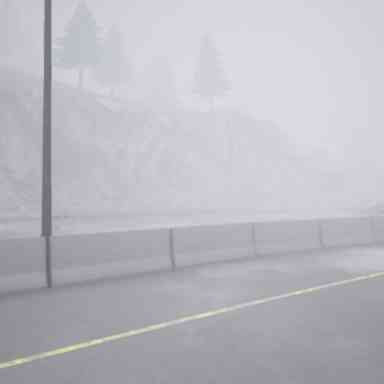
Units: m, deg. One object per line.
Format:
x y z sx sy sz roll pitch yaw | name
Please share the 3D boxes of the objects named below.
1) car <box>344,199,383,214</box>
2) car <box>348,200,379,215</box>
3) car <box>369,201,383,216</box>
20.041 1.627 37.896 4.902 1.511 2.128 0 0 -21 | car
18.467 1.649 33.509 4.674 1.442 1.812 0 0 -22 | car
18.611 1.719 29.805 4.718 1.301 1.895 0 0 -23 | car
